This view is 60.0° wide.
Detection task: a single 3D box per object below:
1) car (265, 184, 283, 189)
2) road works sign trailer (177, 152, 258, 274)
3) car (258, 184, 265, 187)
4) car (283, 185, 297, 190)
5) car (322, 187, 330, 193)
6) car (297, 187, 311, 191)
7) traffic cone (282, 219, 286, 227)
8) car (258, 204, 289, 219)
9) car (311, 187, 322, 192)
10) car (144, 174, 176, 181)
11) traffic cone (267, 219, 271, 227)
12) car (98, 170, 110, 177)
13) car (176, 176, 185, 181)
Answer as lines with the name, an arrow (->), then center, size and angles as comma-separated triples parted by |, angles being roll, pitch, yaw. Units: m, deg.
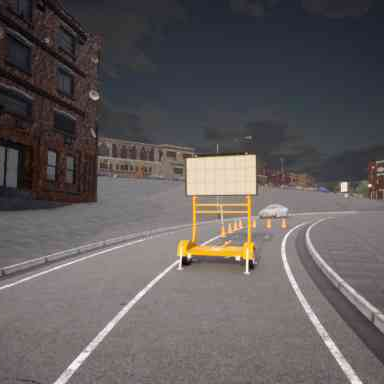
car -> 17.083, -1.031, 73.611 | 4.792, 1.488, 2.163 | 3, -6, -37
road works sign trailer -> 1.002, 0.529, 10.974 | 2.380, 3.560, 2.880 | -1, -1, 18
car -> 12.487, -1.455, 70.215 | 4.553, 1.767, 2.185 | 3, -6, -35
car -> 21.448, -0.754, 76.978 | 4.674, 1.452, 2.002 | 3, -6, -38
car -> 34.179, -0.132, 87.718 | 5.566, 2.045, 2.435 | 5, -6, -41
car -> 25.663, -0.522, 80.380 | 4.892, 1.521, 2.231 | 4, -6, -39
traffic cone -> 6.326, 2.137, 22.928 | 0.340, 0.580, 0.340 | -2, -1, 17
car -> 8.716, 2.060, 35.271 | 1.812, 1.442, 4.674 | -4, -3, 38
car -> 29.964, -0.341, 84.020 | 4.553, 1.767, 2.185 | 4, -6, -40
car -> -5.972, -2.264, 58.025 | 4.892, 1.521, 2.231 | 2, -5, -32
traffic cone -> 5.374, 2.167, 23.223 | 0.340, 0.580, 0.340 | -2, -1, 17
car -> -15.284, -2.773, 52.301 | 4.553, 1.767, 2.185 | 2, -5, -32
car -> -1.279, -2.058, 60.924 | 4.892, 1.521, 2.231 | 3, -5, -32
